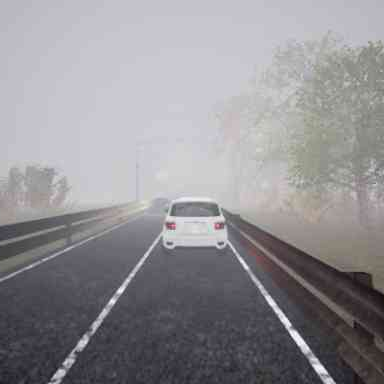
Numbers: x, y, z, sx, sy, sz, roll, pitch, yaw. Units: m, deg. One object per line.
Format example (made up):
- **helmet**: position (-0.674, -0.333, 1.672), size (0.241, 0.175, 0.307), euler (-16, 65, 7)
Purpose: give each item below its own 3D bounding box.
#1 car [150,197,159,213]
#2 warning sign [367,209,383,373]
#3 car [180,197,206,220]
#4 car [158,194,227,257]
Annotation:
- **car**: position (-3.349, 1.352, 36.443), size (2.097, 1.767, 4.553), euler (0, 0, 0)
- **warning sign**: position (2.830, 1.120, 3.568), size (1.300, 1.860, 1.060), euler (-1, -1, 0)
- **car**: position (0.084, 1.353, 29.220), size (2.097, 1.767, 4.553), euler (0, 0, 0)
- **car**: position (0.083, 1.225, 13.068), size (2.150, 2.045, 5.566), euler (0, 0, 0)
